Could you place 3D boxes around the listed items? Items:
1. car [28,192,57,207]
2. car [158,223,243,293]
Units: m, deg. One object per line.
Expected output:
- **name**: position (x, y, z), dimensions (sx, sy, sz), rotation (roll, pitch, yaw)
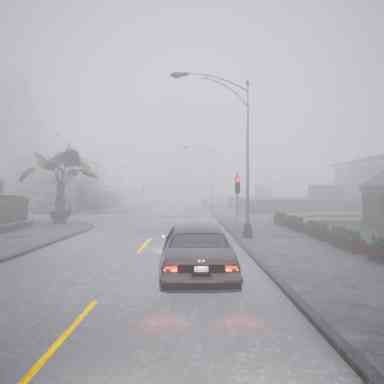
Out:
- **car**: position (-19.758, 0.985, 43.904), dimensions (1.905, 1.878, 3.866), rotation (0, 0, 35)
- **car**: position (0.114, 1.547, 8.989), dimensions (2.033, 1.411, 5.357), rotation (0, 0, -2)
